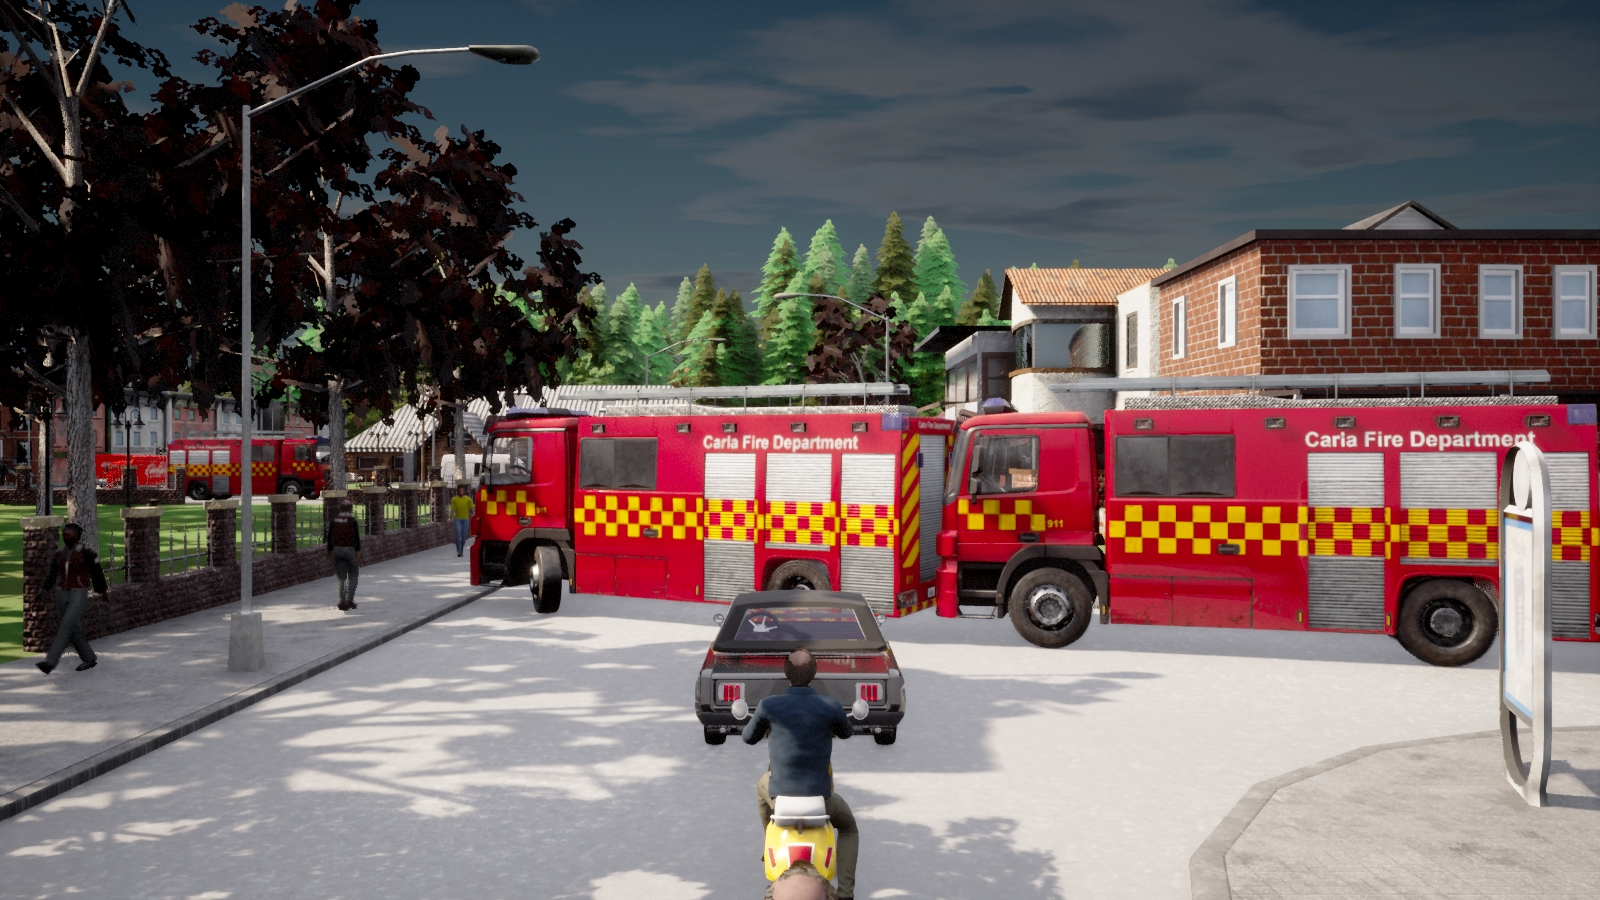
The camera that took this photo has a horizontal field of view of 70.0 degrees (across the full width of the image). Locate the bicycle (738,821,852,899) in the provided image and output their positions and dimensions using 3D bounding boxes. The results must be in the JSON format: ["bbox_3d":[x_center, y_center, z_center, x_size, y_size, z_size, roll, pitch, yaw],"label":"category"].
[{"bbox_3d":[-0.015,1.938,3.086,0.329,1.271,1.835,0,0,0],"label":"bicycle"}]

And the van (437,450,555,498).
[{"bbox_3d":[-16.613,1.289,62.612,5.915,2.561,1.988,0,0,0],"label":"van"}]

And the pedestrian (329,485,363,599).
[{"bbox_3d":[-7.539,1.515,18.978,0.375,1.860,0.375,0,0,8],"label":"pedestrian"}]

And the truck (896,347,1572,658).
[{"bbox_3d":[5.861,0.661,16.668,8.468,3.827,2.891,0,0,16],"label":"truck"}]

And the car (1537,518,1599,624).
[{"bbox_3d":[14.245,1.835,17.290,4.792,1.488,2.163,0,0,0],"label":"car"}]

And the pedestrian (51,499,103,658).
[{"bbox_3d":[-8.642,1.519,13.657,0.375,1.860,0.375,0,0,3],"label":"pedestrian"}]

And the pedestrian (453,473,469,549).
[{"bbox_3d":[-8.471,1.514,28.556,0.375,1.860,0.375,0,0,-19],"label":"pedestrian"}]

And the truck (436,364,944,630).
[{"bbox_3d":[-2.040,0.664,19.658,8.468,3.827,2.891,0,0,27],"label":"truck"}]

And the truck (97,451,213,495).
[{"bbox_3d":[-37.544,1.330,66.620,5.204,2.467,2.627,1,0,0],"label":"truck"}]

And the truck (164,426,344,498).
[{"bbox_3d":[-29.853,0.645,62.699,8.468,3.827,2.891,0,0,1],"label":"truck"}]

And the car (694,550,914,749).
[{"bbox_3d":[0.033,1.930,12.217,1.895,1.301,4.718,0,0,0],"label":"car"}]
